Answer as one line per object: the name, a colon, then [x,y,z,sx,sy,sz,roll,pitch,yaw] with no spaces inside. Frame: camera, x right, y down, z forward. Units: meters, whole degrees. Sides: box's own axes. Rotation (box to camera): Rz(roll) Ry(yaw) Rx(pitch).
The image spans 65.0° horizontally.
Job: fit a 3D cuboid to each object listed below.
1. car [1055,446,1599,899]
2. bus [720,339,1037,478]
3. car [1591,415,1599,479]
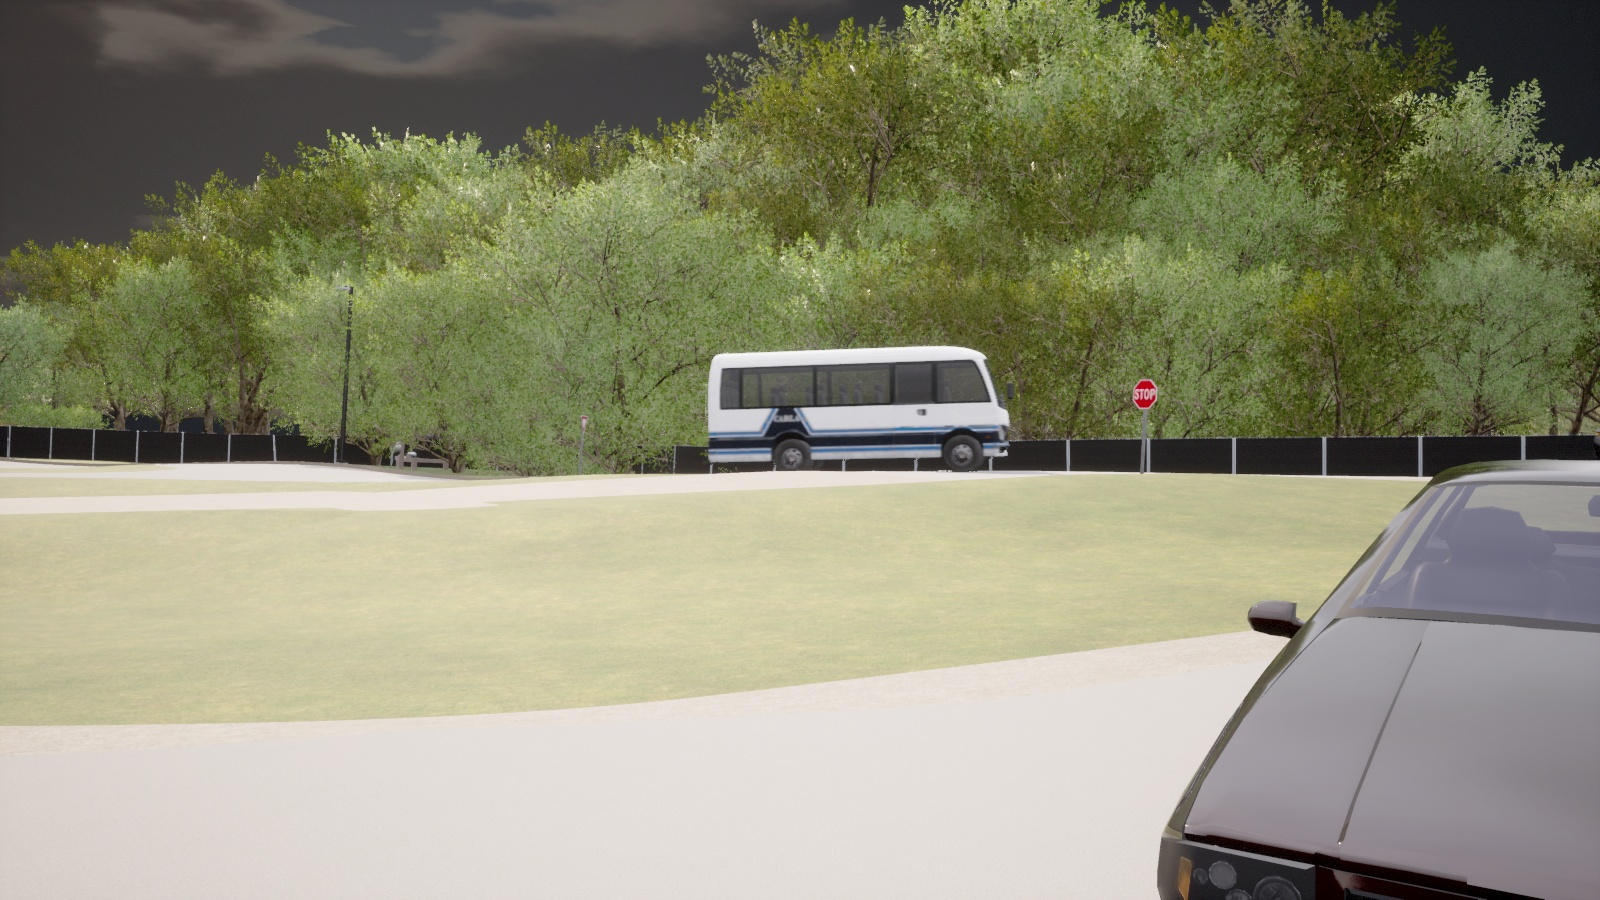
car: [2.823,0.751,4.234,2.033,1.411,5.357,2,2,33]
bus: [2.784,-1.304,42.639,10.273,4.253,3.944,-1,0,10]
car: [21.263,-0.059,29.258,4.514,1.525,2.007,0,0,43]
